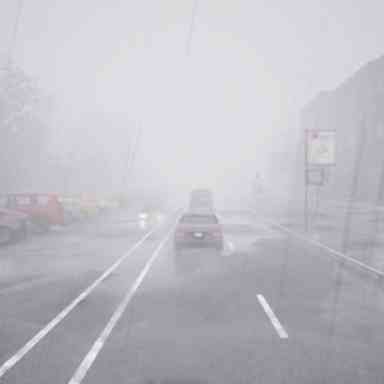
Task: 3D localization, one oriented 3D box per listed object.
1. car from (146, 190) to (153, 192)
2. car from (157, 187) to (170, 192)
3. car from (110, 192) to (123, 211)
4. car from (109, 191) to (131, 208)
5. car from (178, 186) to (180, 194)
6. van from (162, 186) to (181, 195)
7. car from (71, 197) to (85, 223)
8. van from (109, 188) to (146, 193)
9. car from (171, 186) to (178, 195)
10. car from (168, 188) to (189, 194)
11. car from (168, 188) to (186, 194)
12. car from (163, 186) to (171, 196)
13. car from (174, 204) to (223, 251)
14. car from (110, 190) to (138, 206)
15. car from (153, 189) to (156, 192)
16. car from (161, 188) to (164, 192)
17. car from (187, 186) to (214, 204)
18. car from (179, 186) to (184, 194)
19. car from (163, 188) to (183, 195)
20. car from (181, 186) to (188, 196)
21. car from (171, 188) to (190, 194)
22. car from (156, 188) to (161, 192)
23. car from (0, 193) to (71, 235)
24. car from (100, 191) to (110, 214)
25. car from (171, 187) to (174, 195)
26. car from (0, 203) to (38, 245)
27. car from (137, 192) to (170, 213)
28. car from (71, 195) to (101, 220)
[{"bbox_3d":[-8.069,0.712,43.618,5.008,1.535,2.097,-1,1,-17],"label":"car"},{"bbox_3d":[-7.004,0.363,58.432,4.892,1.521,2.231,-1,1,-16],"label":"car"},{"bbox_3d":[-9.009,1.083,28.725,5.366,1.575,1.946,-1,2,-18],"label":"car"},{"bbox_3d":[-8.694,1.007,31.748,5.008,1.535,2.097,-1,2,-17],"label":"car"},{"bbox_3d":[-5.633,0.074,73.218,4.674,1.452,2.002,-1,1,-14],"label":"car"},{"bbox_3d":[-4.894,-0.319,79.149,4.442,1.987,1.878,-1,1,-14],"label":"van"},{"bbox_3d":[-9.163,1.299,19.879,4.892,1.521,2.231,-1,1,-18],"label":"car"},{"bbox_3d":[-8.353,0.562,40.604,4.442,1.987,1.878,-1,2,-17],"label":"van"},{"bbox_3d":[-6.244,-0.088,67.288,5.566,2.045,2.435,-1,1,-15],"label":"car"},{"bbox_3d":[-3.794,-0.335,90.840,5.366,1.575,1.946,-1,1,-13],"label":"car"},{"bbox_3d":[-3.970,-0.233,87.933,4.674,1.452,2.002,-1,1,-13],"label":"car"},{"bbox_3d":[-6.716,0.168,61.389,4.553,1.767,2.185,-1,2,-15],"label":"car"},{"bbox_3d":[0.278,1.464,13.777,2.033,1.411,5.357,0,1,1],"label":"car"},{"bbox_3d":[-8.567,0.933,34.723,5.008,1.535,2.097,-1,1,-17],"label":"car"},{"bbox_3d":[-7.841,0.514,46.579,4.553,1.767,2.185,-1,2,-16],"label":"car"},{"bbox_3d":[-7.427,0.528,52.514,4.792,1.488,2.163,-1,1,-16],"label":"car"},{"bbox_3d":[0.944,0.711,32.760,2.150,2.045,5.566,0,1,3],"label":"car"},{"bbox_3d":[-5.143,-0.036,76.216,5.366,1.575,1.946,-1,1,-14],"label":"car"},{"bbox_3d":[-4.669,-0.112,82.074,4.674,1.452,2.002,-1,1,-14],"label":"car"},{"bbox_3d":[-0.426,0.066,71.862,2.033,1.411,5.357,0,1,6],"label":"car"},{"bbox_3d":[-3.227,-0.401,93.825,5.008,1.535,2.097,-1,1,-13],"label":"car"},{"bbox_3d":[-7.664,0.569,49.540,5.008,1.535,2.097,-1,2,-16],"label":"car"},{"bbox_3d":[-9.269,1.104,16.886,5.566,2.045,2.435,-1,1,-19],"label":"car"},{"bbox_3d":[-8.982,1.031,25.809,4.553,1.767,2.185,-1,1,-18],"label":"car"},{"bbox_3d":[-6.488,0.268,64.351,4.674,1.452,2.002,-1,1,-15],"label":"car"},{"bbox_3d":[-9.337,1.432,13.917,4.792,1.488,2.163,-1,1,-19],"label":"car"},{"bbox_3d":[-3.491,1.045,30.824,1.837,1.490,4.892,0,1,3],"label":"car"},{"bbox_3d":[-9.054,1.230,22.846,5.008,1.535,2.097,-1,2,-18],"label":"car"}]
